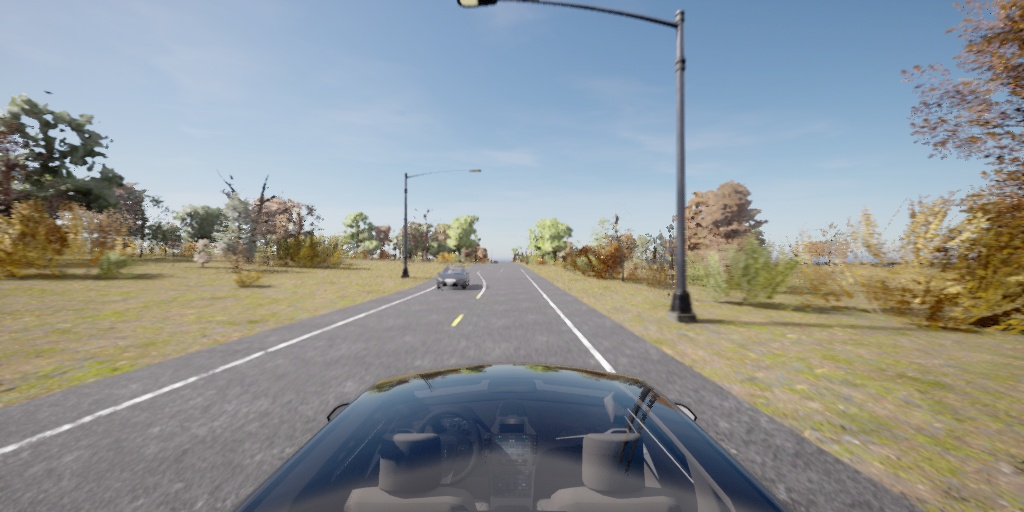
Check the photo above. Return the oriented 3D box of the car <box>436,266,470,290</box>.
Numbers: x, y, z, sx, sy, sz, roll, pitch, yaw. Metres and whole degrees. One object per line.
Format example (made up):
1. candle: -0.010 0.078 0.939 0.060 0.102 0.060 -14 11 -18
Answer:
1. car: -3.827 1.410 23.953 2.128 1.511 4.902 0 -1 -3
